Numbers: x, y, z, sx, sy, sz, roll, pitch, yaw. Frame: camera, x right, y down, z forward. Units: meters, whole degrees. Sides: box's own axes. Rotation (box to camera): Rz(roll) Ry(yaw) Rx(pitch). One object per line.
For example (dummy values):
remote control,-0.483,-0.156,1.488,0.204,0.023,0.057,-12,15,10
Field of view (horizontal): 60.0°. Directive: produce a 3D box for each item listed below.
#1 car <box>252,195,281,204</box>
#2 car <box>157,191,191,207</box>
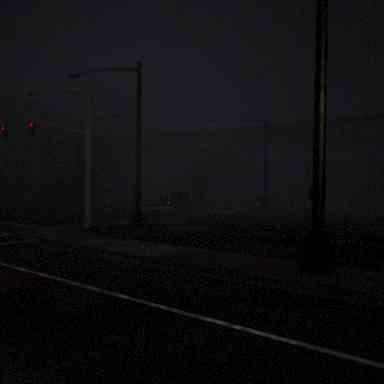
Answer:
car,12.644,1.335,56.574,5.008,1.535,1.882,1,1,-15
car,-2.355,0.934,45.357,2.150,2.045,5.566,1,1,35
